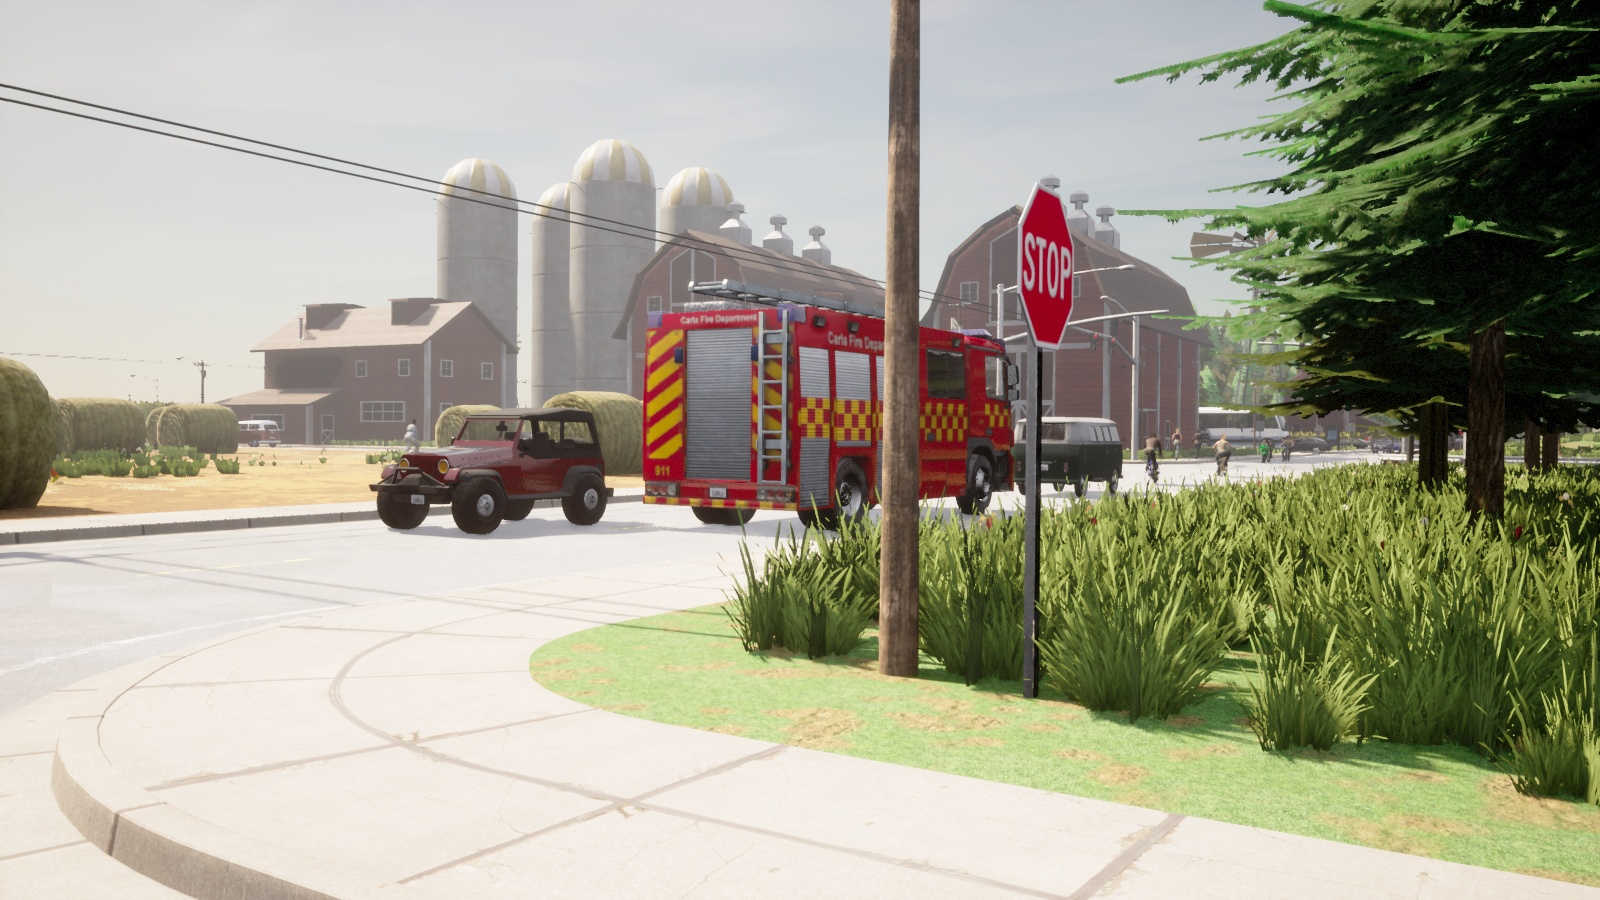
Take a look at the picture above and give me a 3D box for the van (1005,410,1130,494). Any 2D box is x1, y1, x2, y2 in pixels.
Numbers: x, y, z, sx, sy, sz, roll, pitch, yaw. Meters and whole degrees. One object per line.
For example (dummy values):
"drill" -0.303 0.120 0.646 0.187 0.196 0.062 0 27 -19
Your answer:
"van" 6.932 0.016 32.205 1.775 1.987 4.442 0 1 31

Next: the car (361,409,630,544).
"car" -4.638 0.336 19.657 1.905 1.878 3.866 0 1 31

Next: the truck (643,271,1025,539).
"truck" 1.041 -0.713 22.314 2.891 3.827 8.468 0 1 32

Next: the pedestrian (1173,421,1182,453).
"pedestrian" 21.456 -0.748 71.429 0.345 1.836 0.594 0 1 31

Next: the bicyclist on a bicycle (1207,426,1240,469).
"bicyclist on a bicycle" 15.982 -0.088 47.367 0.866 1.612 1.509 0 0 31

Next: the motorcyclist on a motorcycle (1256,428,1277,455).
"motorcyclist on a motorcycle" 26.969 -0.487 72.584 0.797 1.523 2.044 0 1 31

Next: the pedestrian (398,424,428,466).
"pedestrian" -17.303 -0.218 56.113 0.874 1.855 0.900 0 1 30

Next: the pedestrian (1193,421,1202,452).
"pedestrian" 23.755 -0.819 75.105 0.328 1.805 0.869 0 1 31

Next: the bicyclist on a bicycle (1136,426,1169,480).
"bicyclist on a bicycle" 10.938 0.089 38.913 0.582 1.620 1.656 0 0 31
